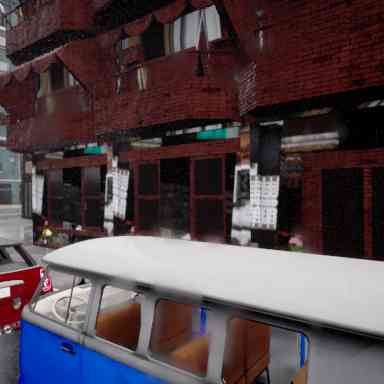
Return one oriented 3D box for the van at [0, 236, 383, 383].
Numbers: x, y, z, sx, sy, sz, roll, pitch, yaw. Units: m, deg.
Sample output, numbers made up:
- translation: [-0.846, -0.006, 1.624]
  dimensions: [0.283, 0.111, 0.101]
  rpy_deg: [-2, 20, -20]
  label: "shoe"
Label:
- translation: [0.266, 1.341, 2.543]
  dimensions: [3.998, 1.788, 1.690]
  rpy_deg: [0, -1, 35]
  label: "van"
